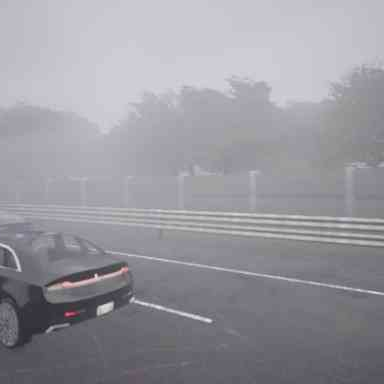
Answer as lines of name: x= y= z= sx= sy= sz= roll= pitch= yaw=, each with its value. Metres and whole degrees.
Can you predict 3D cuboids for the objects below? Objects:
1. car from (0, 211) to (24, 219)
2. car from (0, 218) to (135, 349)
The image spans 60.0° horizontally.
car: x=-8.546 y=1.527 z=14.245 sx=4.674 sy=1.442 sz=1.812 roll=0 pitch=0 yaw=35
car: x=-3.251 y=1.491 z=6.273 sx=4.902 sy=1.511 sz=2.128 roll=0 pitch=0 yaw=35
